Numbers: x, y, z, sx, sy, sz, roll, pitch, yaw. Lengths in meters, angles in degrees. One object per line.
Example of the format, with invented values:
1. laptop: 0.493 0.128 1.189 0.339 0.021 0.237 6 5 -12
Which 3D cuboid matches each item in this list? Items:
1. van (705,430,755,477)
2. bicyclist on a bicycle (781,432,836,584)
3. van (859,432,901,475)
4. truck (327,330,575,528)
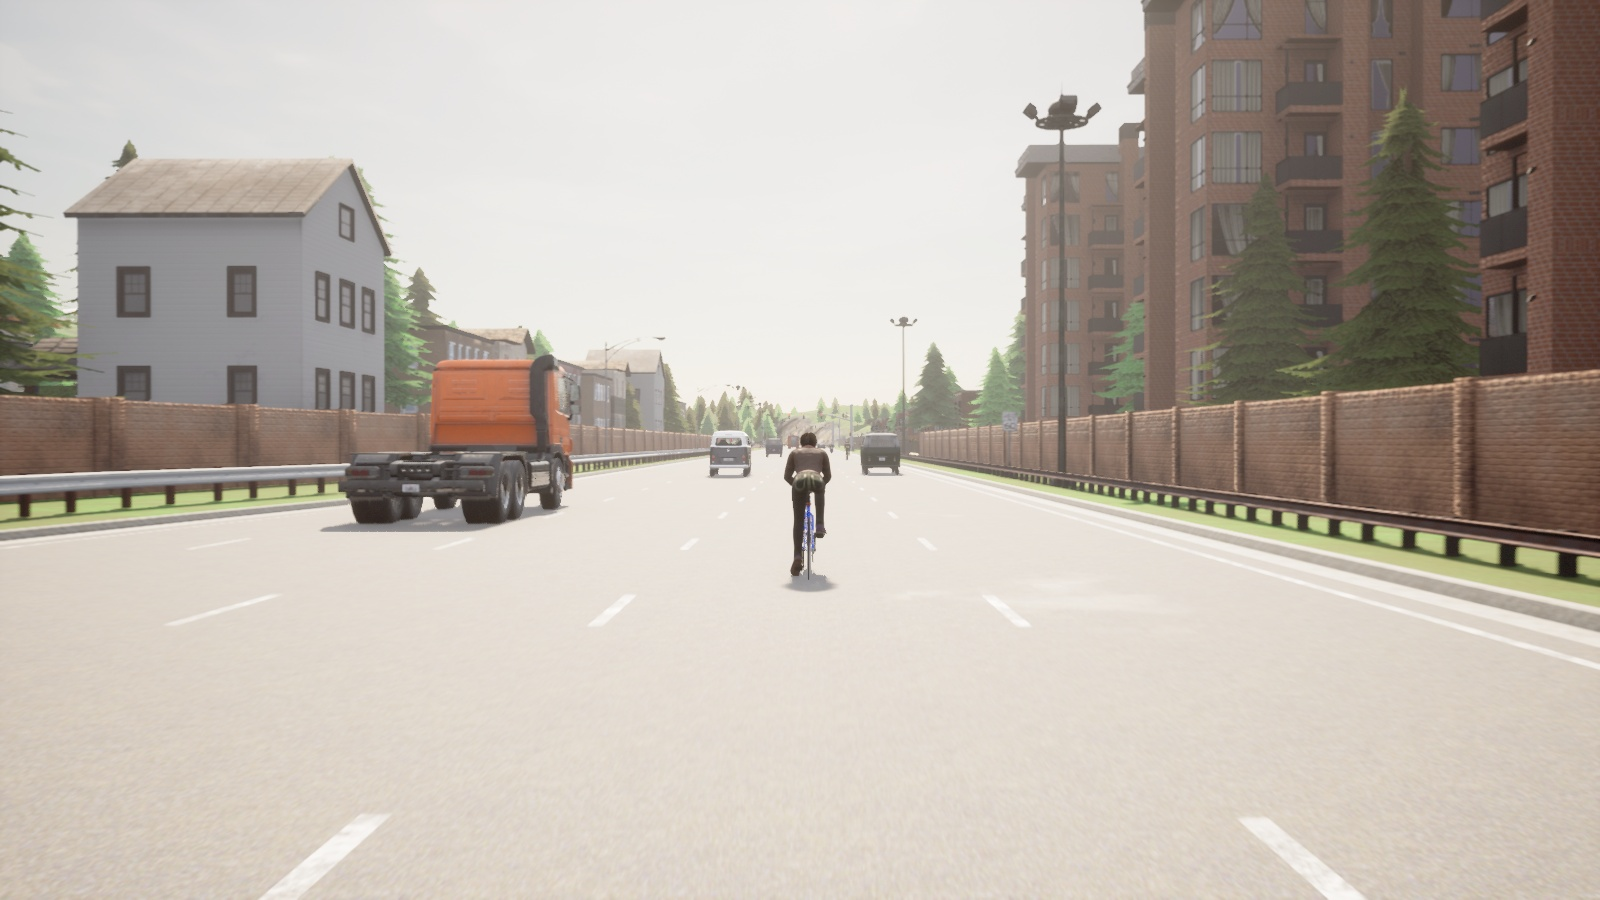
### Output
1. van: -3.159 0.143 57.598 2.069 2.038 4.480 0 0 0
2. bicyclist on a bicycle: 0.096 0.619 14.233 0.582 1.620 1.656 0 0 0
3. van: 3.862 0.159 60.972 1.775 1.987 4.442 0 0 0
4. truck: -6.836 -0.387 25.990 2.891 3.462 7.936 0 0 0
